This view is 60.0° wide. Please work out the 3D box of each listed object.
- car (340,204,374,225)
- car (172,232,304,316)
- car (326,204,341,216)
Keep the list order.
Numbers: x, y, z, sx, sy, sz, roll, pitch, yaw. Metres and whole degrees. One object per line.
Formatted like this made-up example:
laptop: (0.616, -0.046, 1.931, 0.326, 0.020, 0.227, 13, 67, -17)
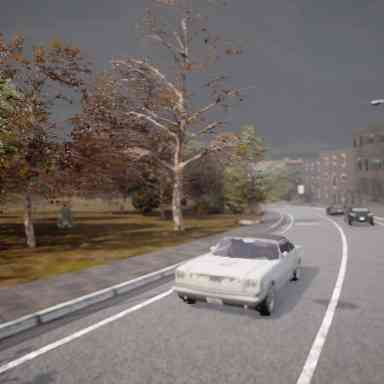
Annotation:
car: (13.704, 1.904, 27.469, 1.812, 1.442, 4.674, -1, -2, 19)
car: (1.419, 1.727, 8.093, 1.895, 1.301, 4.718, -1, -1, 27)
car: (17.287, 2.139, 39.813, 1.994, 1.385, 4.181, -2, -1, 14)
